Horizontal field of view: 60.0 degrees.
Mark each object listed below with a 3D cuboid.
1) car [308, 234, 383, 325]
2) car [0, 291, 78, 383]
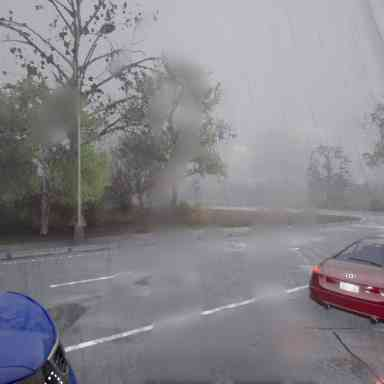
[{"bbox_3d":[4.275,1.564,6.717,4.181,1.385,1.994,0,0,-35],"label":"car"},{"bbox_3d":[-3.350,1.221,1.330,5.566,2.045,2.150,0,0,-36],"label":"car"}]
